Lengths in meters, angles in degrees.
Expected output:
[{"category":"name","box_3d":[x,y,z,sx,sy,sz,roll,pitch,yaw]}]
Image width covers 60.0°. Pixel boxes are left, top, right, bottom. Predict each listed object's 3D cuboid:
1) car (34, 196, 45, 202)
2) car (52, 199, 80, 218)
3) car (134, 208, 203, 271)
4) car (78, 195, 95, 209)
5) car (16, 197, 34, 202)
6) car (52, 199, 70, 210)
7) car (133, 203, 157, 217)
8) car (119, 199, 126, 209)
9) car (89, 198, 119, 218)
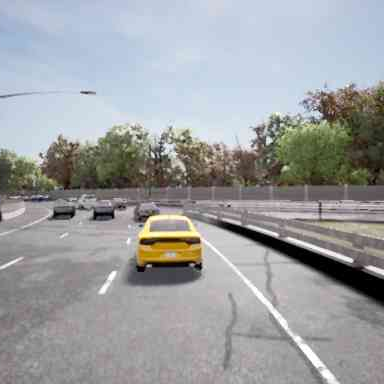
[{"category":"car","box_3d":[-39.829,1.784,85.785,5.008,1.535,1.882,0,0,38]},{"category":"car","box_3d":[-12.218,1.645,31.973,2.128,1.511,4.902,0,0,-17]},{"category":"car","box_3d":[-0.805,1.518,11.234,1.882,1.535,5.008,0,0,-6]},{"category":"car","box_3d":[-15.644,1.445,49.526,2.150,2.045,5.566,0,0,-27]},{"category":"car","box_3d":[-42.520,1.834,83.400,5.357,1.411,2.033,0,0,38]},{"category":"car","box_3d":[-19.264,1.798,48.775,1.994,1.385,4.181,0,0,-28]},{"category":"car","box_3d":[-3.945,1.657,28.765,2.033,1.411,5.357,0,0,-15]},{"category":"car","box_3d":[-10.824,1.745,47.621,2.033,1.411,5.357,0,0,-25]},{"category":"car","box_3d":[-8.341,1.627,31.270,2.128,1.511,4.902,0,0,-17]}]
